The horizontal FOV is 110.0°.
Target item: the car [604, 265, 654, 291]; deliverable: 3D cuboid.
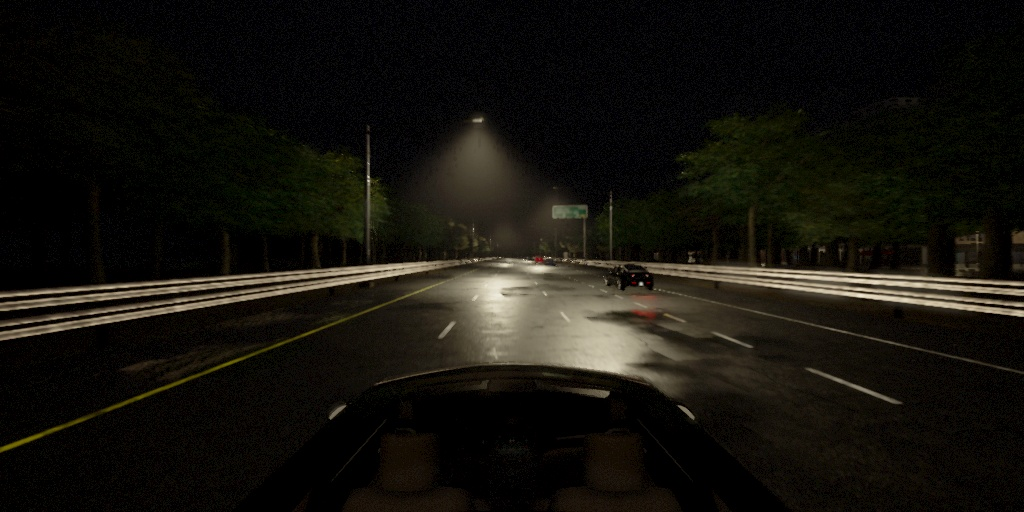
[{"bbox_3d":[7.010,1.269,21.868,1.837,1.490,4.892,0,0,0],"label":"car"}]
